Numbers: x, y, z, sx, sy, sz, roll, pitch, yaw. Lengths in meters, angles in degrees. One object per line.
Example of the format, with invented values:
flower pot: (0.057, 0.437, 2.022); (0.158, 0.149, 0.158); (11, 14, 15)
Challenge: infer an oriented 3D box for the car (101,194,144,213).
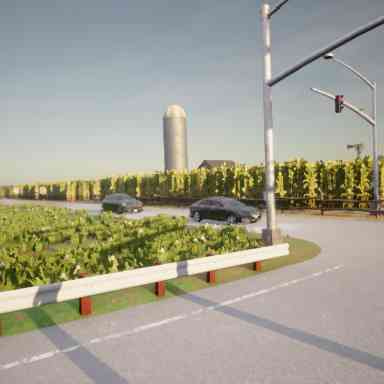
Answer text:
car: (-6.100, 0.965, 28.864); (2.097, 1.767, 4.553); (-3, 2, -40)

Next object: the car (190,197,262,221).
car: (1.838, 1.069, 19.525); (1.837, 1.490, 4.892); (-3, 2, -40)
